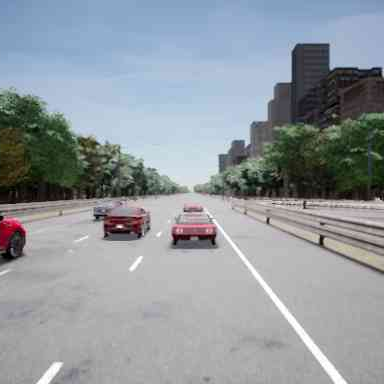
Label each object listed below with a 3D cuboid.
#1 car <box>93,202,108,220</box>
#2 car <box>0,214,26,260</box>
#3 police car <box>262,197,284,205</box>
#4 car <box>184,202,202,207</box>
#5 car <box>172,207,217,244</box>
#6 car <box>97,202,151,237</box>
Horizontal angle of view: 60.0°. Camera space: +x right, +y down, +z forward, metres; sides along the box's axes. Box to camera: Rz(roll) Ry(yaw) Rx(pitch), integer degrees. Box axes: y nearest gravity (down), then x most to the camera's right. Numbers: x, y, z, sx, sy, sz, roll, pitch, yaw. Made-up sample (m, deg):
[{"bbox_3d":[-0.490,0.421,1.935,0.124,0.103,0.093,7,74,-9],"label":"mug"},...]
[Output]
[{"bbox_3d":[-6.905,1.546,28.412,2.033,1.411,5.357,0,0,0],"label":"car"},{"bbox_3d":[-6.900,1.221,9.326,2.150,2.045,5.566,0,0,0],"label":"car"},{"bbox_3d":[11.042,1.578,48.224,2.038,1.542,4.974,0,0,-25],"label":"police car"},{"bbox_3d":[0.096,1.599,33.245,1.895,1.301,4.718,0,0,0],"label":"car"},{"bbox_3d":[0.097,1.600,15.714,1.895,1.301,4.718,0,0,0],"label":"car"},{"bbox_3d":[-3.403,1.477,18.131,1.882,1.535,5.008,0,0,0],"label":"car"}]
